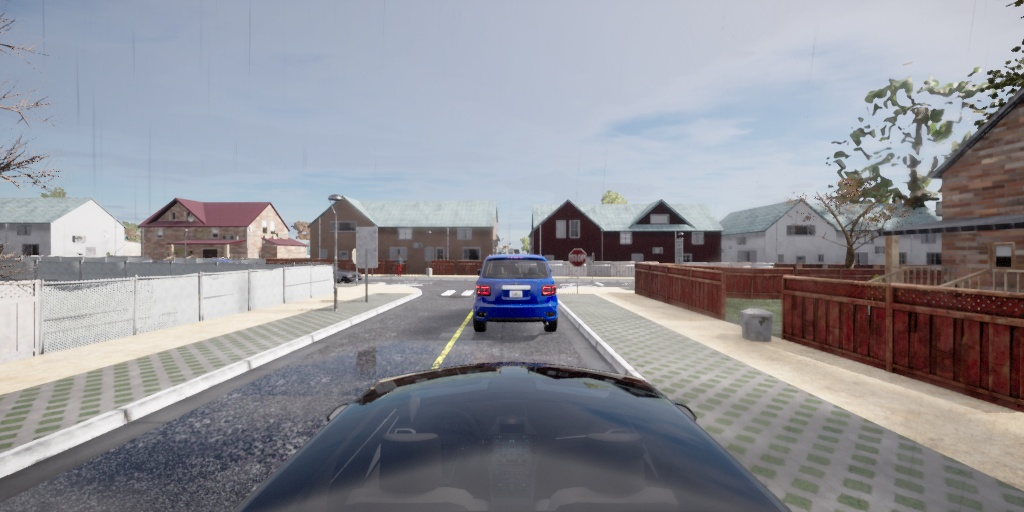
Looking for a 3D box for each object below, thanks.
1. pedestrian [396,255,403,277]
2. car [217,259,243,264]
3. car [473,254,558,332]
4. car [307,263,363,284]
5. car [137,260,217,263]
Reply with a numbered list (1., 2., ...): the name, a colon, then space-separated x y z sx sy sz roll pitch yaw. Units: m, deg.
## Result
1. pedestrian: -9.425 0.803 29.950 0.375 1.860 0.375 0 0 1
2. car: -22.522 1.010 27.302 5.008 1.535 1.882 1 0 1
3. car: 0.080 0.971 10.972 2.150 2.045 5.566 0 0 0
4. car: -12.976 1.182 24.105 5.357 1.411 2.033 1 0 3
5. car: -23.535 1.018 24.367 4.902 1.511 2.128 1 0 1
